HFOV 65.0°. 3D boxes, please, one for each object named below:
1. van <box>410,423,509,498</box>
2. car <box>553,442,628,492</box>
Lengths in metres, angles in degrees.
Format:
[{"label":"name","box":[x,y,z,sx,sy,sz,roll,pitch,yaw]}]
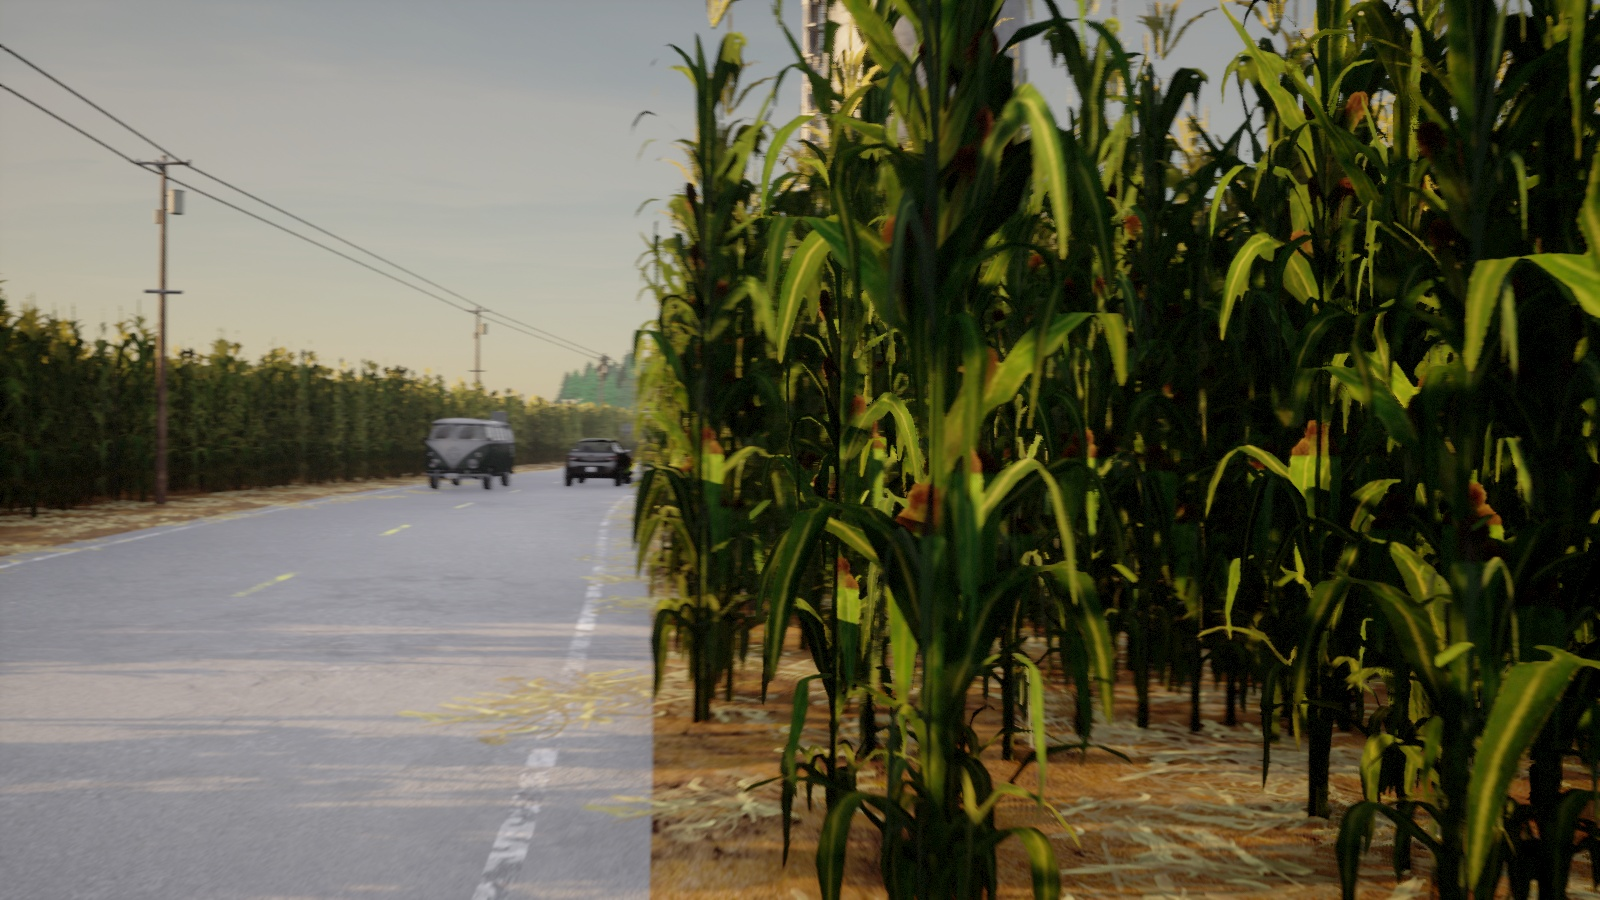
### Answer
[{"label":"van","box":[-9.598,0.271,35.740,1.775,1.987,4.442,0,0,-3]},{"label":"car","box":[-6.564,0.490,39.694,1.816,1.474,4.193,0,0,-2]}]
